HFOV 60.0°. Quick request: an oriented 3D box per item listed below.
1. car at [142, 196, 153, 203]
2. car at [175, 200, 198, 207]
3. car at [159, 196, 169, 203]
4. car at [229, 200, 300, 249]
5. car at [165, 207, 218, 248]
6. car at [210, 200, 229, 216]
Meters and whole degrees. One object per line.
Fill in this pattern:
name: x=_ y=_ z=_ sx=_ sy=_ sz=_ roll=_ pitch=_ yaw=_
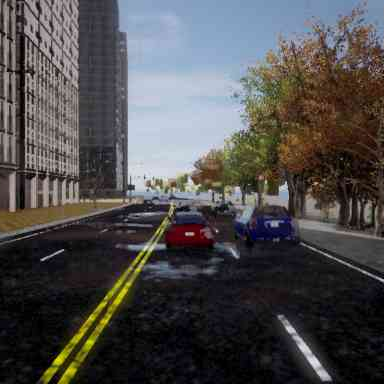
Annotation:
car: x=-8.955 y=1.536 z=67.506 sx=2.033 sy=1.411 sz=5.357 roll=0 pitch=0 yaw=-4
car: x=-0.478 y=1.494 z=29.727 sx=2.128 sy=1.511 sz=4.902 roll=0 pitch=0 yaw=-2
car: x=-5.719 y=1.495 z=67.798 sx=1.882 sy=1.535 sz=5.008 roll=0 pitch=0 yaw=-4
car: x=3.109 y=1.328 z=14.743 sx=2.097 sy=1.767 sz=4.553 roll=-1 pitch=-1 yaw=-1
car: x=-0.120 y=1.570 z=14.706 sx=1.994 sy=1.385 sz=4.181 roll=0 pitch=0 yaw=-1
car: x=2.749 y=1.453 z=29.842 sx=2.128 sy=1.511 sz=4.902 roll=-2 pitch=-2 yaw=-2
